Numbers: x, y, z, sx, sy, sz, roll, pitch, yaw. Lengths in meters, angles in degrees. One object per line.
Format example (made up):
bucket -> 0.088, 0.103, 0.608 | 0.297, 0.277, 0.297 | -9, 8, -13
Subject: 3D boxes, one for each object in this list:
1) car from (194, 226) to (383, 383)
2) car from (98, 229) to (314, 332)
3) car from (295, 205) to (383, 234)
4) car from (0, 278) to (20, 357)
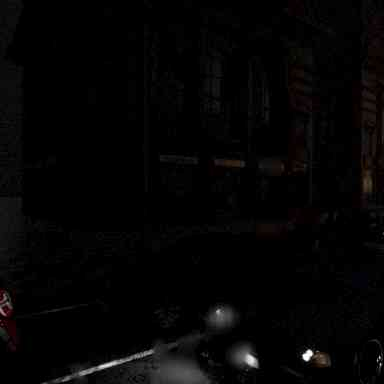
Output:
car -> 2.835, 1.561, 5.400 | 5.357, 1.411, 2.033 | 0, 0, -35
car -> 0.302, 1.576, 6.860 | 4.313, 1.339, 1.947 | 0, 0, -35
car -> 4.865, 1.340, 10.111 | 5.009, 1.841, 2.192 | 0, 0, -35
car -> -4.259, 1.436, 3.609 | 4.097, 1.590, 1.967 | 0, 0, -35
